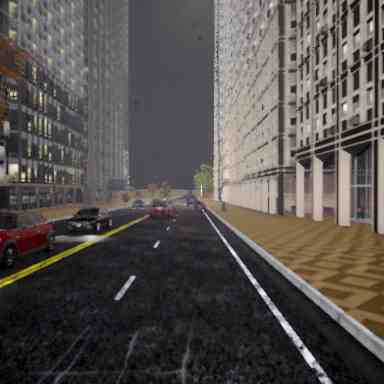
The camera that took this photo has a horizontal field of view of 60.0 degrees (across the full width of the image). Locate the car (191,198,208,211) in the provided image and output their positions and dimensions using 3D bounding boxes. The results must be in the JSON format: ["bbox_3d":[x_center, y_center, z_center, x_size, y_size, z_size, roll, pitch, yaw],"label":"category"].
[{"bbox_3d":[1.167,2.055,49.206,1.812,1.442,4.674,0,-1,0],"label":"car"}]

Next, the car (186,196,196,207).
[{"bbox_3d":[0.041,1.897,67.390,2.150,2.045,5.566,0,-1,0],"label":"car"}]

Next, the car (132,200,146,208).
[{"bbox_3d":[-9.743,2.165,60.901,1.812,1.442,4.674,0,-1,1],"label":"car"}]

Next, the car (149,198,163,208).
[{"bbox_3d":[-6.494,1.996,60.965,2.097,1.767,4.553,0,-1,1],"label":"car"}]

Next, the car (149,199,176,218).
[{"bbox_3d":[-3.160,1.730,35.059,2.097,1.767,4.553,0,-1,1],"label":"car"}]

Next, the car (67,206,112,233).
[{"bbox_3d":[-6.550,1.738,21.716,1.837,1.490,4.892,0,-1,1],"label":"car"}]

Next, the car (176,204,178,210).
[{"bbox_3d":[-3.124,2.018,45.986,1.812,1.442,4.674,0,0,0],"label":"car"}]

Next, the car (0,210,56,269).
[{"bbox_3d":[-6.587,1.476,11.616,2.097,1.767,4.553,0,-1,0],"label":"car"}]
